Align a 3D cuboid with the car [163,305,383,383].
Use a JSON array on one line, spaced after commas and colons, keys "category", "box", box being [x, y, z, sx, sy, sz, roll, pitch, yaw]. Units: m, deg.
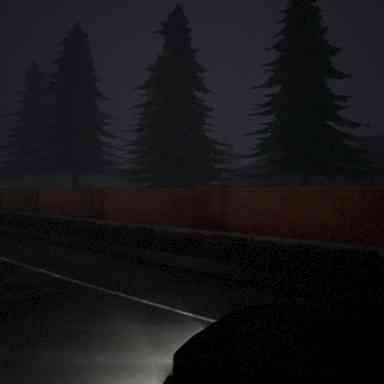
[{"category": "car", "box": [2.332, 1.554, 2.318, 5.357, 1.411, 2.033, 0, 0, 36]}]
